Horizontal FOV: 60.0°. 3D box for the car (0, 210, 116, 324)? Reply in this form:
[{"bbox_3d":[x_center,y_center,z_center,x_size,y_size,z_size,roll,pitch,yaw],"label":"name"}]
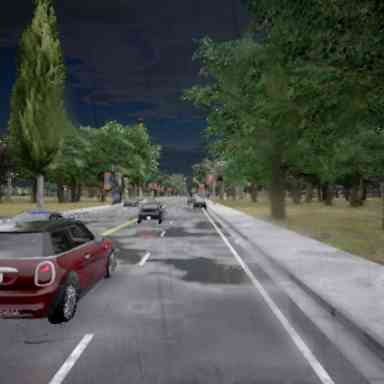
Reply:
[{"bbox_3d":[-3.150,1.393,7.413,2.097,1.767,4.553,0,0,0],"label":"car"}]

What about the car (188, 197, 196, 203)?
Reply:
[{"bbox_3d":[-0.005,1.913,82.162,1.812,1.442,4.674,0,0,0],"label":"car"}]

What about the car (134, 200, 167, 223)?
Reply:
[{"bbox_3d":[-3.152,1.649,26.632,1.837,1.490,4.892,0,0,0],"label":"car"}]

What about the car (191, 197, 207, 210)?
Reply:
[{"bbox_3d":[1.135,1.735,47.699,1.882,1.535,5.008,0,0,0],"label":"car"}]

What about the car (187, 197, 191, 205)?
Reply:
[{"bbox_3d":[-0.004,1.838,66.735,1.837,1.490,4.892,0,0,0],"label":"car"}]

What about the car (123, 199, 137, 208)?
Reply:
[{"bbox_3d":[-9.809,1.838,53.880,2.033,1.411,5.357,0,0,1],"label":"car"}]

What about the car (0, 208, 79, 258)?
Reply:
[{"bbox_3d":[-6.601,1.554,14.099,1.882,1.535,5.008,0,0,0],"label":"car"}]
